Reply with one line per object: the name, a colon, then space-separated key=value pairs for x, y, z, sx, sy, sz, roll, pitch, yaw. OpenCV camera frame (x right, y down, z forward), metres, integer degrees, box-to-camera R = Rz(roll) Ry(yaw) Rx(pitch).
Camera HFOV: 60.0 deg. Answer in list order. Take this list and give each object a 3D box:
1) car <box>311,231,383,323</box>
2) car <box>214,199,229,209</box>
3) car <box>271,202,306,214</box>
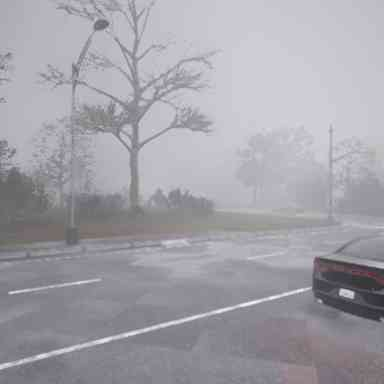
car: x=4.584 y=1.544 z=6.877 sx=5.008 sy=1.535 sz=1.882 roll=1 pitch=0 yaw=-35
car: x=4.098 y=1.874 z=52.909 sx=2.128 sy=1.511 sz=4.902 roll=1 pitch=-1 yaw=-26
car: x=11.273 y=1.847 z=39.008 sx=1.994 sy=1.385 sz=4.181 roll=1 pitch=-1 yaw=-29
